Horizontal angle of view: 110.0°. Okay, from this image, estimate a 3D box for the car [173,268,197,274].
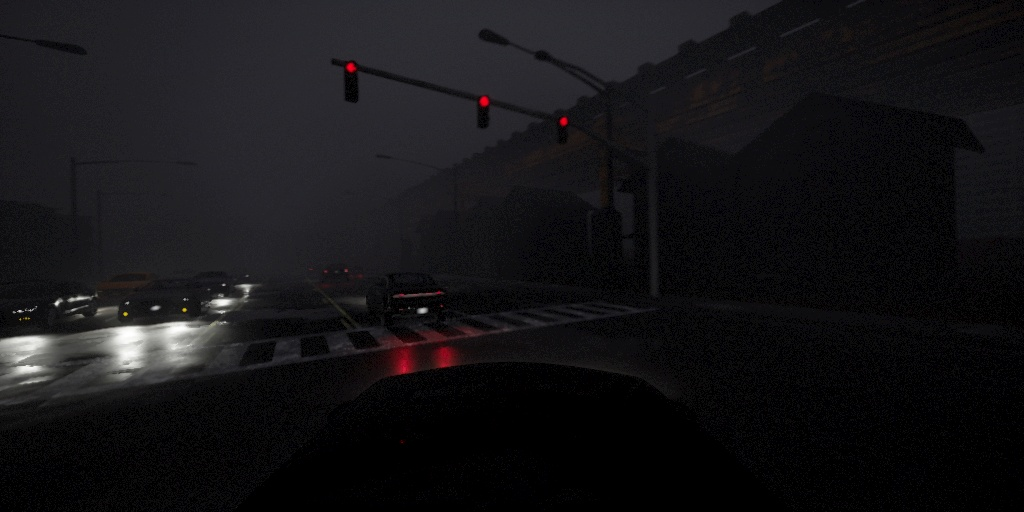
[{"bbox_3d":[-26.948,1.760,29.552,1.837,1.490,4.892,-1,1,-32],"label":"car"}]

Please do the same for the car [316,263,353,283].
[{"bbox_3d":[-15.990,1.371,32.154,2.097,1.767,4.553,-1,0,-32],"label":"car"}]

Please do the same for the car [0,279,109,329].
[{"bbox_3d":[-16.092,1.573,12.115,1.837,1.490,4.892,-1,0,-32],"label":"car"}]

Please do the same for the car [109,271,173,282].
[{"bbox_3d":[-20.942,1.631,19.894,1.882,1.535,5.008,-1,0,-32],"label":"car"}]

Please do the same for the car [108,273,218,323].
[{"bbox_3d":[-12.886,1.561,13.591,1.994,1.385,4.181,-1,0,-32],"label":"car"}]

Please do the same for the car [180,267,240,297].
[{"bbox_3d":[-17.515,1.604,21.017,1.812,1.442,4.674,-1,0,-32],"label":"car"}]

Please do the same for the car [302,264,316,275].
[{"bbox_3d":[-26.973,1.762,48.530,2.033,1.411,5.357,-1,0,-39],"label":"car"}]

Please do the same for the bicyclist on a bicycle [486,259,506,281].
[{"bbox_3d":[-1.165,1.018,25.928,1.656,1.620,0.582,-2,0,-32],"label":"bicyclist on a bicycle"}]

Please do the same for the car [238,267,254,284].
[{"bbox_3d":[-24.432,1.725,32.136,1.812,1.442,4.674,-1,0,-32],"label":"car"}]

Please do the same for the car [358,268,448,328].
[{"bbox_3d":[-3.606,1.294,11.912,2.128,1.511,4.902,-1,0,-29],"label":"car"}]

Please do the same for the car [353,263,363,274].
[{"bbox_3d":[-20.159,1.569,45.231,2.128,1.511,4.902,-1,0,-35],"label":"car"}]
